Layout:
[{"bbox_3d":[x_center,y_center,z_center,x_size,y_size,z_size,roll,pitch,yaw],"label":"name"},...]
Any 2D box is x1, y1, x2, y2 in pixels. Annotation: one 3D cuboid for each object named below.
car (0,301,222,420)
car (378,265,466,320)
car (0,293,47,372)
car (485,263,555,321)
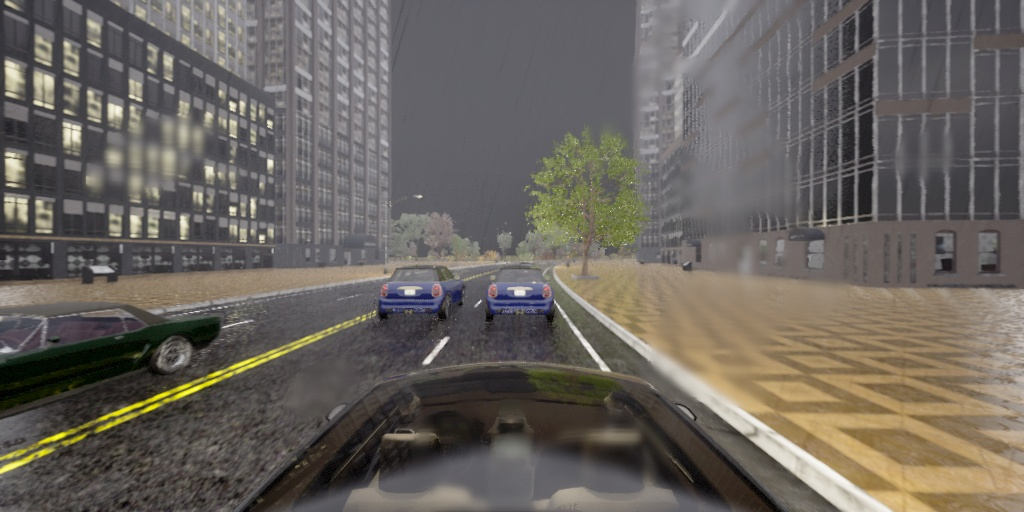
[{"bbox_3d":[-6.559,1.348,4.664,1.895,1.301,4.718,0,0,0],"label":"car"},{"bbox_3d":[-2.963,1.089,12.725,2.097,1.767,4.553,0,0,1],"label":"car"},{"bbox_3d":[-9.808,1.348,4.458,1.895,1.301,4.718,0,0,0],"label":"car"},{"bbox_3d":[0.282,1.089,12.520,2.097,1.767,4.553,0,0,1],"label":"car"}]
